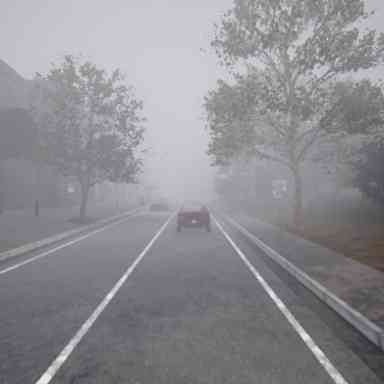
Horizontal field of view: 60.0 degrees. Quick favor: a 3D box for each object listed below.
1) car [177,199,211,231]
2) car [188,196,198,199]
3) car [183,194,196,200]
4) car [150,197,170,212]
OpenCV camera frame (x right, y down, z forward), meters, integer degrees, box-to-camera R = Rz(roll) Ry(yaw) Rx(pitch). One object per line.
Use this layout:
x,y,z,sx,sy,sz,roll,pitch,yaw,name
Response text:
0.094,1.416,20.145,1.882,1.535,5.008,0,0,0,car
0.086,1.401,41.279,1.812,1.442,4.674,0,0,0,car
-0.575,1.158,78.782,2.033,1.411,5.357,-1,0,12,car
-3.606,1.363,37.808,1.882,1.535,5.008,0,0,0,car
